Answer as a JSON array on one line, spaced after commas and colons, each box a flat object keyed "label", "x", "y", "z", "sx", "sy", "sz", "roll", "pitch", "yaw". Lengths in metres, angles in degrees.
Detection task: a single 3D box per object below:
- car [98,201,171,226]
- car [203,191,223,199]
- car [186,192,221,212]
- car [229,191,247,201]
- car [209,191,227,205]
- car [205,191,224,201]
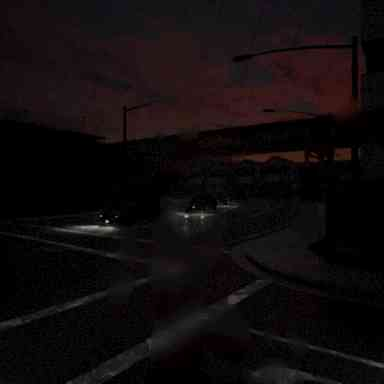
[{"label": "car", "x": -3.587, "y": 1.296, "z": 21.948, "sx": 2.033, "sy": 1.411, "sz": 5.357, "roll": 0, "pitch": 1, "yaw": 33}, {"label": "car", "x": 3.993, "y": 0.594, "z": 63.427, "sx": 1.837, "sy": 1.490, "sz": 4.892, "roll": 0, "pitch": 0, "yaw": -24}, {"label": "car", "x": 0.954, "y": 1.023, "z": 31.012, "sx": 1.837, "sy": 1.490, "sz": 4.892, "roll": 0, "pitch": 1, "yaw": 20}, {"label": "car", "x": 7.008, "y": 0.621, "z": 51.146, "sx": 1.837, "sy": 1.490, "sz": 4.892, "roll": 0, "pitch": 0, "yaw": -6}, {"label": "car", "x": 3.355, "y": 0.792, "z": 41.015, "sx": 1.812, "sy": 1.442, "sz": 4.674, "roll": 0, "pitch": 1, "yaw": 6}, {"label": "car", "x": 3.386, "y": 0.599, "z": 51.350, "sx": 2.128, "sy": 1.511, "sz": 4.902, "roll": 0, "pitch": 0, "yaw": -6}]
